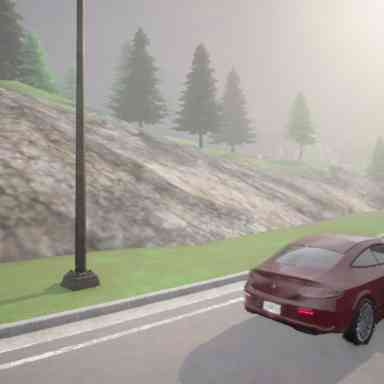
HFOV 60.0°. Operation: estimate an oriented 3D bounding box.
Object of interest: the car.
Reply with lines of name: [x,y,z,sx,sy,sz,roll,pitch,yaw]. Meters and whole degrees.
car: [2.932,1.525,6.353,4.674,1.442,1.812,0,0,-40]
